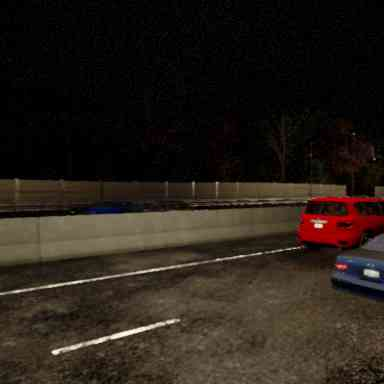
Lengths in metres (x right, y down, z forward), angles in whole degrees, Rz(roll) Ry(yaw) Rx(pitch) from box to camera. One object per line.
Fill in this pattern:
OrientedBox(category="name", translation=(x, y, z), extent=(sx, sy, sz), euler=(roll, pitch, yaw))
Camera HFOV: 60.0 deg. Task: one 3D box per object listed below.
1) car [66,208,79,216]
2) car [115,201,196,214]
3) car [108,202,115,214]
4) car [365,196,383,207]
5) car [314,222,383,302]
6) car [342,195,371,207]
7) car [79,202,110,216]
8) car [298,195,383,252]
OrientedBox(category="car", translation=(-7.844, 1.538, 28.492), extent=(5.357, 1.411, 2.033), euler=(0, 0, -36))
OrientedBox(category="car", translation=(-1.884, 1.342, 19.849), extent=(4.553, 1.767, 2.097), euler=(0, 0, -36))
OrientedBox(category="car", translation=(-3.307, 1.554, 23.132), extent=(4.181, 1.385, 1.994), euler=(0, 0, -35))
OrientedBox(category="car", translation=(28.336, 1.461, 49.958), extent=(4.902, 1.511, 2.128), euler=(0, 0, -35))
OrientedBox(category="car", translation=(5.338, 1.538, 7.562), extent=(5.357, 1.411, 2.033), euler=(0, 0, -36))
OrientedBox(category="car", translation=(26.043, 1.322, 52.621), extent=(4.553, 1.767, 2.097), euler=(0, 0, -35))
OrientedBox(category="car", translation=(-5.751, 1.468, 25.689), extent=(5.008, 1.535, 1.882), euler=(0, 0, -36))
OrientedBox(category="car", translation=(6.389, 1.210, 12.607), extent=(5.566, 2.045, 2.150), euler=(0, 0, -36))
